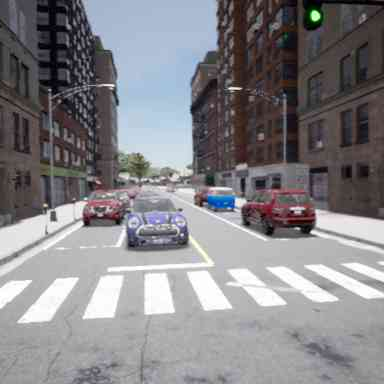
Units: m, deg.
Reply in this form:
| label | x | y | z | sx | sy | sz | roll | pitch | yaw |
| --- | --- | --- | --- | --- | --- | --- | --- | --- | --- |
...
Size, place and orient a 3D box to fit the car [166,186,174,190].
| label | x | y | z | sx | sy | sz | roll | pitch | yaw |
| --- | --- | --- | --- | --- | --- | --- | --- | --- | --- |
| car | -4.878 | -0.577 | 75.281 | 1.752 | 1.417 | 4.829 | -1 | 2 | -8 |

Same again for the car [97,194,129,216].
| label | x | y | z | sx | sy | sz | roll | pitch | yaw |
| --- | --- | --- | --- | --- | --- | --- | --- | --- | --- |
| car | -5.837 | 0.922 | 24.956 | 1.947 | 1.339 | 4.313 | -1 | 2 | -8 |

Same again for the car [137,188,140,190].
| label | x | y | z | sx | sy | sz | roll | pitch | yaw |
| --- | --- | --- | --- | --- | --- | --- | --- | --- | --- |
| car | -4.882 | 0.572 | 36.578 | 1.994 | 1.385 | 4.181 | -1 | 2 | -7 |

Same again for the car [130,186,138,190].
| label | x | y | z | sx | sy | sz | roll | pitch | yaw |
| --- | --- | --- | --- | --- | --- | --- | --- | --- | --- |
| car | -8.941 | 0.322 | 46.743 | 1.887 | 1.381 | 4.507 | -1 | 2 | -8 |

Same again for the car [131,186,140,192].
| label | x | y | z | sx | sy | sz | roll | pitch | yaw |
| --- | --- | --- | --- | --- | --- | --- | --- | --- | --- |
| car | -14.373 | -0.794 | 84.869 | 1.967 | 1.590 | 4.097 | -1 | 2 | -8 |

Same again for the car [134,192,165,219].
| label | x | y | z | sx | sy | sz | roll | pitch | yaw |
| --- | --- | --- | --- | --- | --- | --- | --- | --- | --- |
| car | -2.989 | 0.867 | 23.189 | 1.837 | 1.490 | 4.892 | -1 | 2 | -8 |

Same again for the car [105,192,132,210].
| label | x | y | z | sx | sy | sz | roll | pitch | yaw |
| --- | --- | --- | --- | --- | --- | --- | --- | --- | --- |
| car | -6.613 | 0.762 | 30.403 | 2.008 | 1.369 | 4.403 | -1 | 2 | -8 |

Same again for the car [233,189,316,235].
| label | x | y | z | sx | sy | sz | roll | pitch | yaw |
| --- | --- | --- | --- | --- | --- | --- | --- | --- | --- |
| car | 3.749 | 0.805 | 15.201 | 2.192 | 1.841 | 5.009 | -1 | 2 | -8 |

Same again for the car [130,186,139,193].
| label | x | y | z | sx | sy | sz | roll | pitch | yaw |
| --- | --- | --- | --- | --- | --- | --- | --- | --- | --- |
| car | -13.597 | -0.649 | 79.422 | 1.967 | 1.590 | 4.097 | -1 | 2 | -8 |

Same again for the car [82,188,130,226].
| label | x | y | z | sx | sy | sz | roll | pitch | yaw |
| --- | --- | --- | --- | --- | --- | --- | --- | --- | --- |
| car | -5.066 | 0.815 | 19.502 | 2.192 | 1.841 | 5.009 | -1 | 2 | -8 |

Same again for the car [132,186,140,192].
| label | x | y | z | sx | sy | sz | roll | pitch | yaw |
| --- | --- | --- | --- | --- | --- | --- | --- | --- | --- |
| car | -15.149 | -0.938 | 90.316 | 1.967 | 1.590 | 4.097 | -1 | 2 | -8 |

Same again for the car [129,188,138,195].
| label | x | y | z | sx | sy | sz | roll | pitch | yaw |
| --- | --- | --- | --- | --- | --- | --- | --- | --- | --- |
| car | -12.043 | -0.219 | 68.532 | 1.802 | 1.307 | 4.206 | -1 | 2 | -8 |

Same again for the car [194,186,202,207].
| label | x | y | z | sx | sy | sz | roll | pitch | yaw |
| --- | --- | --- | --- | --- | --- | --- | --- | --- | --- |
| car | 1.402 | 0.372 | 31.539 | 2.192 | 1.841 | 5.009 | -1 | 2 | -8 |

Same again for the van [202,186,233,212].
| label | x | y | z | sx | sy | sz | roll | pitch | yaw |
| --- | --- | --- | --- | --- | --- | --- | --- | --- | --- |
| van | 2.185 | 0.543 | 26.093 | 1.690 | 1.788 | 3.998 | -1 | 2 | -8 |

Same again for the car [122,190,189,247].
| label | x | y | z | sx | sy | sz | roll | pitch | yaw |
| --- | --- | --- | --- | --- | --- | --- | --- | --- | --- |
| car | -1.502 | 0.981 | 13.127 | 2.097 | 1.767 | 4.553 | -1 | 2 | -10 |

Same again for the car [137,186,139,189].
| label | x | y | z | sx | sy | sz | roll | pitch | yaw |
| --- | --- | --- | --- | --- | --- | --- | --- | --- | --- |
| car | -9.717 | 0.178 | 52.190 | 1.887 | 1.381 | 4.507 | -1 | 2 | -8 |
